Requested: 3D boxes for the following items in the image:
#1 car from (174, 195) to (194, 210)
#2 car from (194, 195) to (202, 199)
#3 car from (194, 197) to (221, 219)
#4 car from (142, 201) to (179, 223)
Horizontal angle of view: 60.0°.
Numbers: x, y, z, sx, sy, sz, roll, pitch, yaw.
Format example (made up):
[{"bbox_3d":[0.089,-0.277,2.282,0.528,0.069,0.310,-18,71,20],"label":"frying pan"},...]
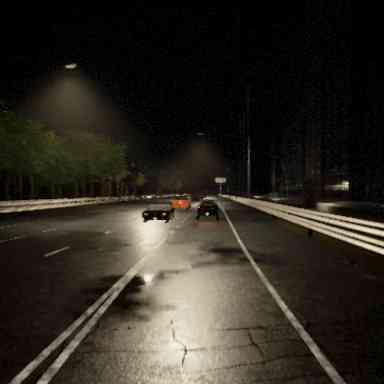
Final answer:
[{"bbox_3d":[-1.286,1.339,42.868,2.097,1.767,4.553,0,0,4],"label":"car"},{"bbox_3d":[0.570,1.526,72.880,1.837,1.490,4.892,0,0,3],"label":"car"},{"bbox_3d":[1.431,1.516,29.476,1.837,1.490,4.892,0,0,4],"label":"car"},{"bbox_3d":[-2.420,1.582,25.298,1.895,1.301,4.718,0,0,4],"label":"car"}]
